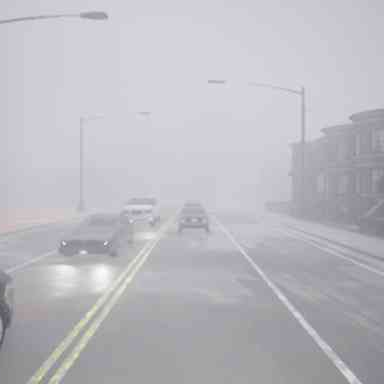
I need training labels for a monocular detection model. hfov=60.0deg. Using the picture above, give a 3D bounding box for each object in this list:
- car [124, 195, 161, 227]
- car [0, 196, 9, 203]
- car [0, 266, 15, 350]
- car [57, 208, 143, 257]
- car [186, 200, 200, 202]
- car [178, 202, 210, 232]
[{"bbox_3d":[-3.502,1.265,23.746,2.150,2.045,5.566,0,0,0],"label":"car"},{"bbox_3d":[-45.999,1.939,78.122,3.806,1.475,1.970,-1,0,-1],"label":"car"},{"bbox_3d":[-3.568,1.511,3.042,1.837,1.490,4.892,0,0,0],"label":"car"},{"bbox_3d":[-3.501,1.572,13.383,2.033,1.411,5.357,0,0,0],"label":"car"},{"bbox_3d":[0.074,1.540,34.081,1.882,1.535,5.008,0,0,0],"label":"car"},{"bbox_3d":[0.098,1.584,20.363,2.033,1.411,5.357,0,0,0],"label":"car"}]
